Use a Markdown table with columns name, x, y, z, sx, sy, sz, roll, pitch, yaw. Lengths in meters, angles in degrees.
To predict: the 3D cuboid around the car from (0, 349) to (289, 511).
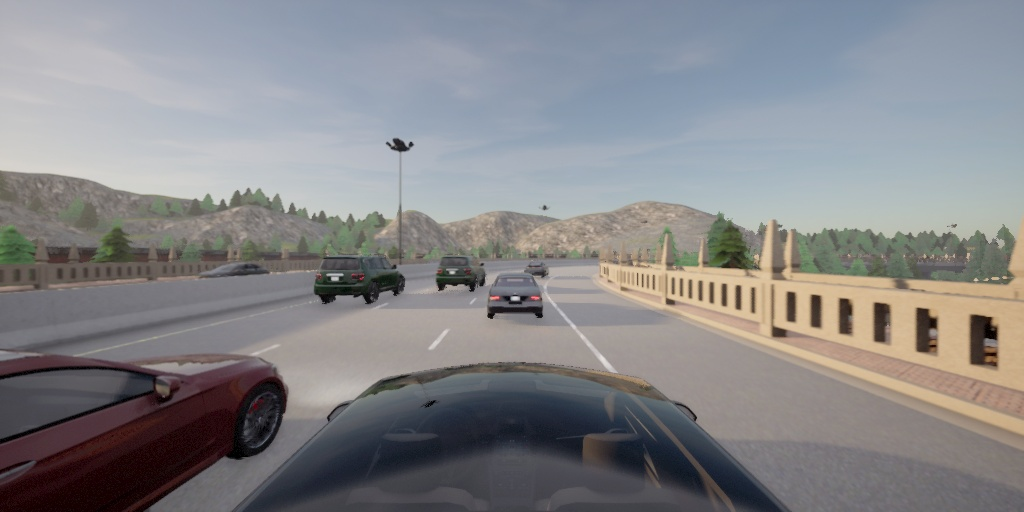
| name | x | y | z | sx | sy | sz | roll | pitch | yaw |
| --- | --- | --- | --- | --- | --- | --- | --- | --- | --- |
| car | -3.414 | 1.276 | 2.077 | 1.812 | 1.442 | 4.674 | 0 | 0 | 0 |

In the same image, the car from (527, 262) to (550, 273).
| name | x | y | z | sx | sy | sz | roll | pitch | yaw |
| --- | --- | --- | --- | --- | --- | --- | --- | --- | --- |
| car | 2.481 | 1.272 | 34.495 | 2.128 | 1.511 | 4.902 | 0 | 0 | 13 |

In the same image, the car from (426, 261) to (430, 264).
| name | x | y | z | sx | sy | sz | roll | pitch | yaw |
| --- | --- | --- | --- | --- | --- | --- | --- | --- | --- |
| car | -9.559 | 1.353 | 44.382 | 1.994 | 1.385 | 4.181 | 0 | 0 | 17 |

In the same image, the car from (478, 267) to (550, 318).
| name | x | y | z | sx | sy | sz | roll | pitch | yaw |
| --- | --- | --- | --- | --- | --- | --- | --- | --- | --- |
| car | 0.116 | 1.308 | 13.082 | 2.033 | 1.411 | 5.357 | 0 | 0 | 0 |

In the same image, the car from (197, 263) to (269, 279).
| name | x | y | z | sx | sy | sz | roll | pitch | yaw |
| --- | --- | --- | --- | --- | --- | --- | --- | --- | --- |
| car | -20.306 | 1.277 | 26.314 | 1.837 | 1.490 | 4.892 | 0 | 0 | 6 |

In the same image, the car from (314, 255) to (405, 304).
| name | x | y | z | sx | sy | sz | roll | pitch | yaw |
| --- | --- | --- | --- | --- | --- | --- | --- | --- | --- |
| car | -6.811 | 0.985 | 16.647 | 2.150 | 2.045 | 5.566 | 0 | 0 | 2 |

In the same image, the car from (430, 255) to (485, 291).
| name | x | y | z | sx | sy | sz | roll | pitch | yaw |
| --- | --- | --- | --- | --- | --- | --- | --- | --- | --- |
| car | -3.013 | 0.990 | 22.088 | 2.150 | 2.045 | 5.566 | 0 | 0 | 5 |
